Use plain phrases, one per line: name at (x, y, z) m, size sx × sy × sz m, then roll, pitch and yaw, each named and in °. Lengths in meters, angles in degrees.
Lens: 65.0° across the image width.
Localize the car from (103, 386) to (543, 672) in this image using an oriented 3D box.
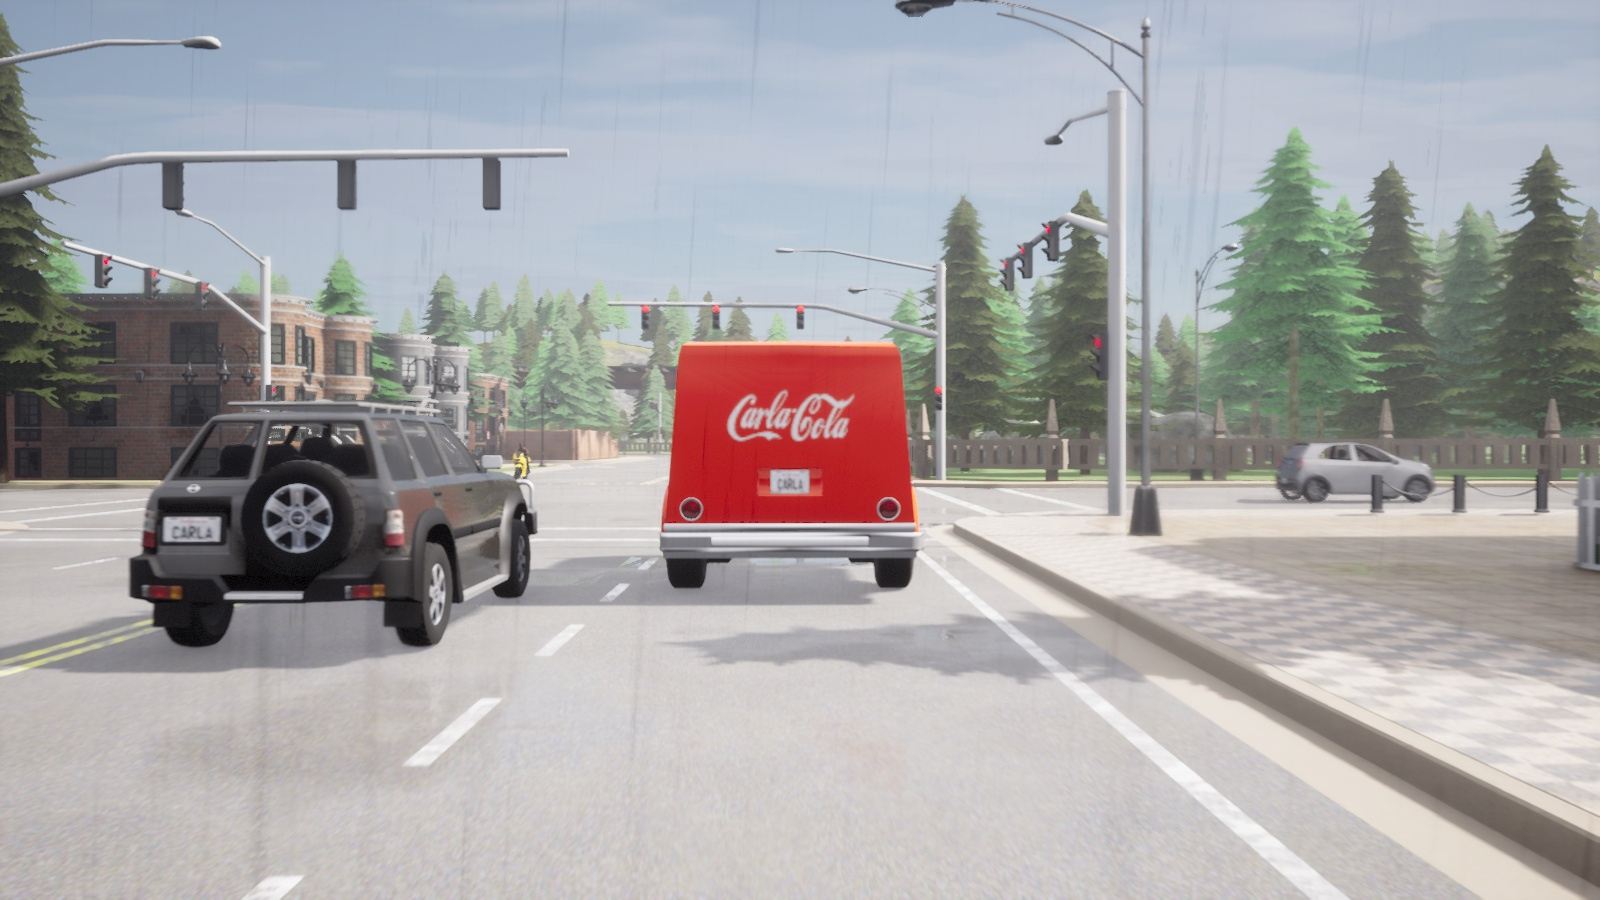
car at (-3.573, 0.502, 10.471) m, size 1.932 × 1.855 × 4.605 m, roll 0°, pitch 0°, yaw 0°

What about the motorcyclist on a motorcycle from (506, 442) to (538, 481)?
motorcyclist on a motorcycle at (-10.908, 0.444, 49.325) m, size 0.797 × 1.523 × 2.044 m, roll 0°, pitch 0°, yaw -1°

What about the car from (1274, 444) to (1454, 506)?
car at (13.985, 0.593, 31.271) m, size 3.633 × 1.501 × 1.845 m, roll 0°, pitch 0°, yaw 0°

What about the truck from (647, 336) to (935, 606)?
truck at (-0.103, 0.179, 14.078) m, size 2.627 × 2.467 × 5.204 m, roll 0°, pitch 0°, yaw 0°
